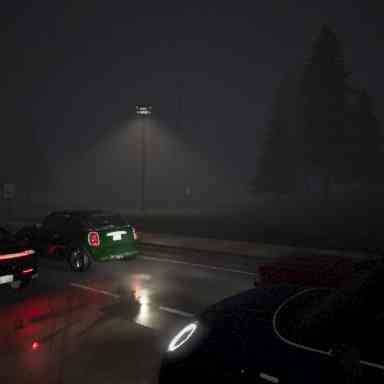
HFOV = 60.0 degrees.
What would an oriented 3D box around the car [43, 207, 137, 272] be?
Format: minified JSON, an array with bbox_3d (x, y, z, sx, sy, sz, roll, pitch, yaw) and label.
[{"bbox_3d":[-3.925,1.352,10.992,4.553,1.767,2.097,0,0,36],"label":"car"}]

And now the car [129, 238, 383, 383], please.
[{"bbox_3d":[1.895,1.353,2.639,4.553,1.767,2.097,0,0,36],"label":"car"}]

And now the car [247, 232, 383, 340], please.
[{"bbox_3d":[3.521,1.601,5.779,4.718,1.301,1.895,0,0,36],"label":"car"}]

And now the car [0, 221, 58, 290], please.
[{"bbox_3d":[-5.611,1.491,7.893,4.902,1.511,2.128,0,0,36],"label":"car"}]
